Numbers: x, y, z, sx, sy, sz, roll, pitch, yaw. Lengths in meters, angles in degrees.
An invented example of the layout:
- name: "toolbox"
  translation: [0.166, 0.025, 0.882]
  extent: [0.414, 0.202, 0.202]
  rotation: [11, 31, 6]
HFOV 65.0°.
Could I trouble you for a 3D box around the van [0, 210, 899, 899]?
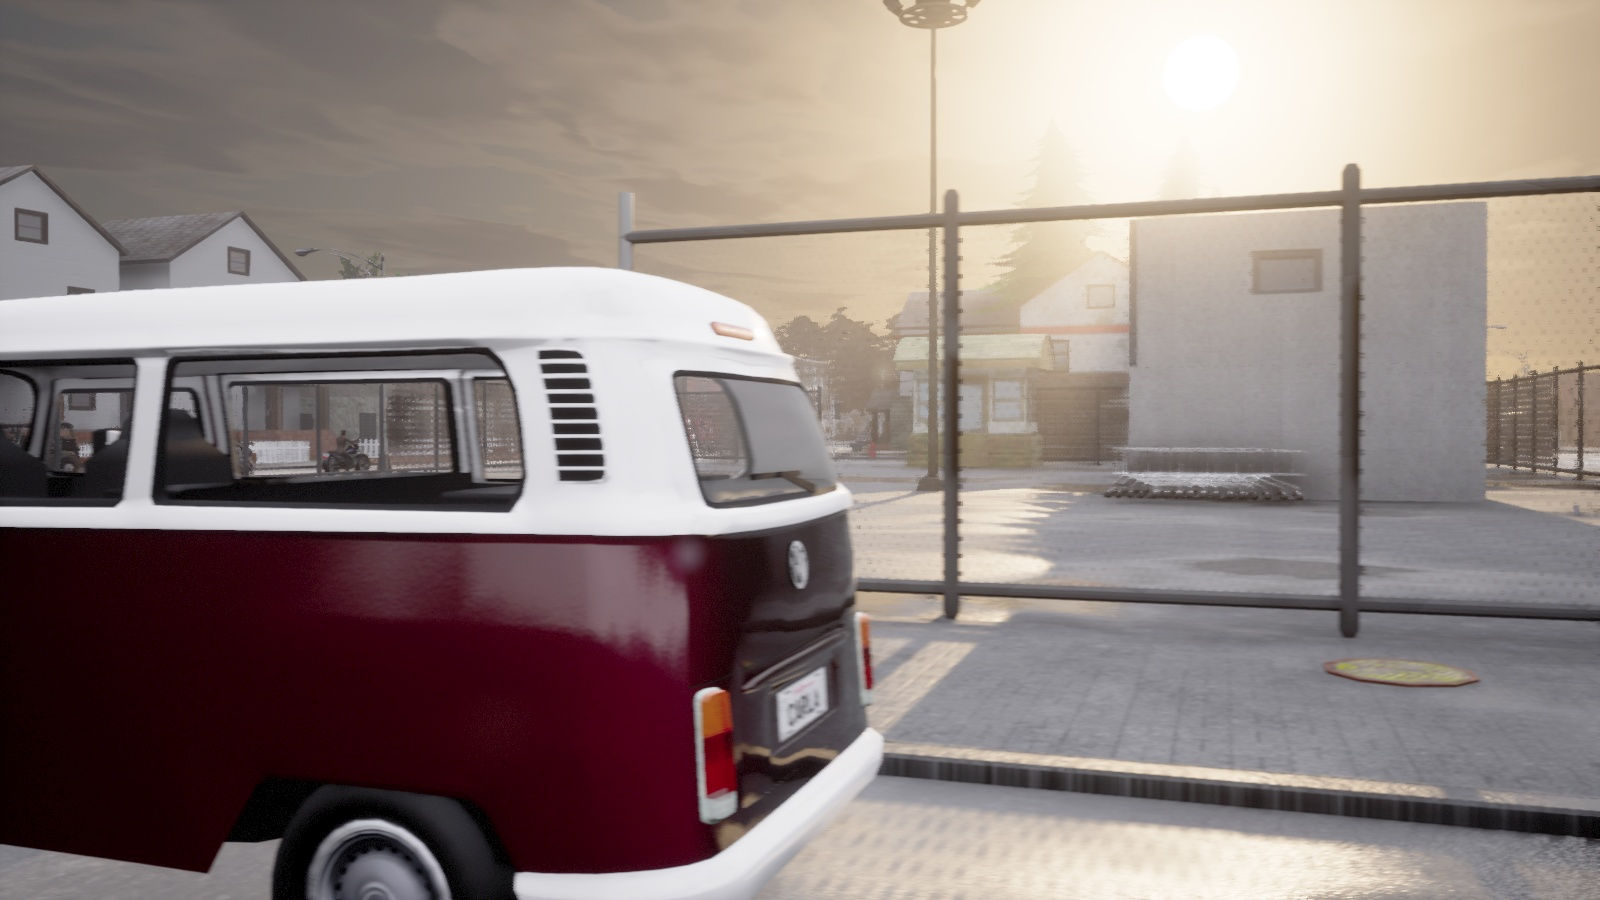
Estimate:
- name: "van"
  translation: [-2.093, 0.465, 4.423]
  extent: [4.480, 2.038, 2.069]
  rotation: [1, 1, 19]
